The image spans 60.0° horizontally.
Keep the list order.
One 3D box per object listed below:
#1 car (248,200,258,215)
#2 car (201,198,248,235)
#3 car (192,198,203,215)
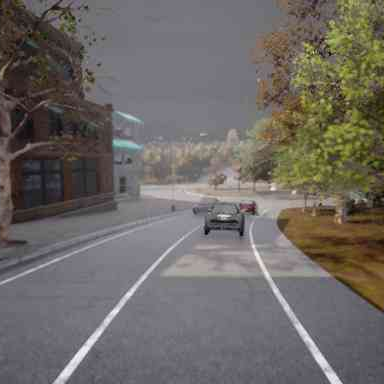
[{"bbox_3d":[6.044,1.589,35.998,1.882,1.535,5.008,2,0,16],"label":"car"},{"bbox_3d":[1.982,1.366,19.165,2.097,1.767,4.553,1,0,9],"label":"car"},{"bbox_3d":[1.539,1.341,32.772,2.097,1.767,4.553,2,0,16],"label":"car"}]
